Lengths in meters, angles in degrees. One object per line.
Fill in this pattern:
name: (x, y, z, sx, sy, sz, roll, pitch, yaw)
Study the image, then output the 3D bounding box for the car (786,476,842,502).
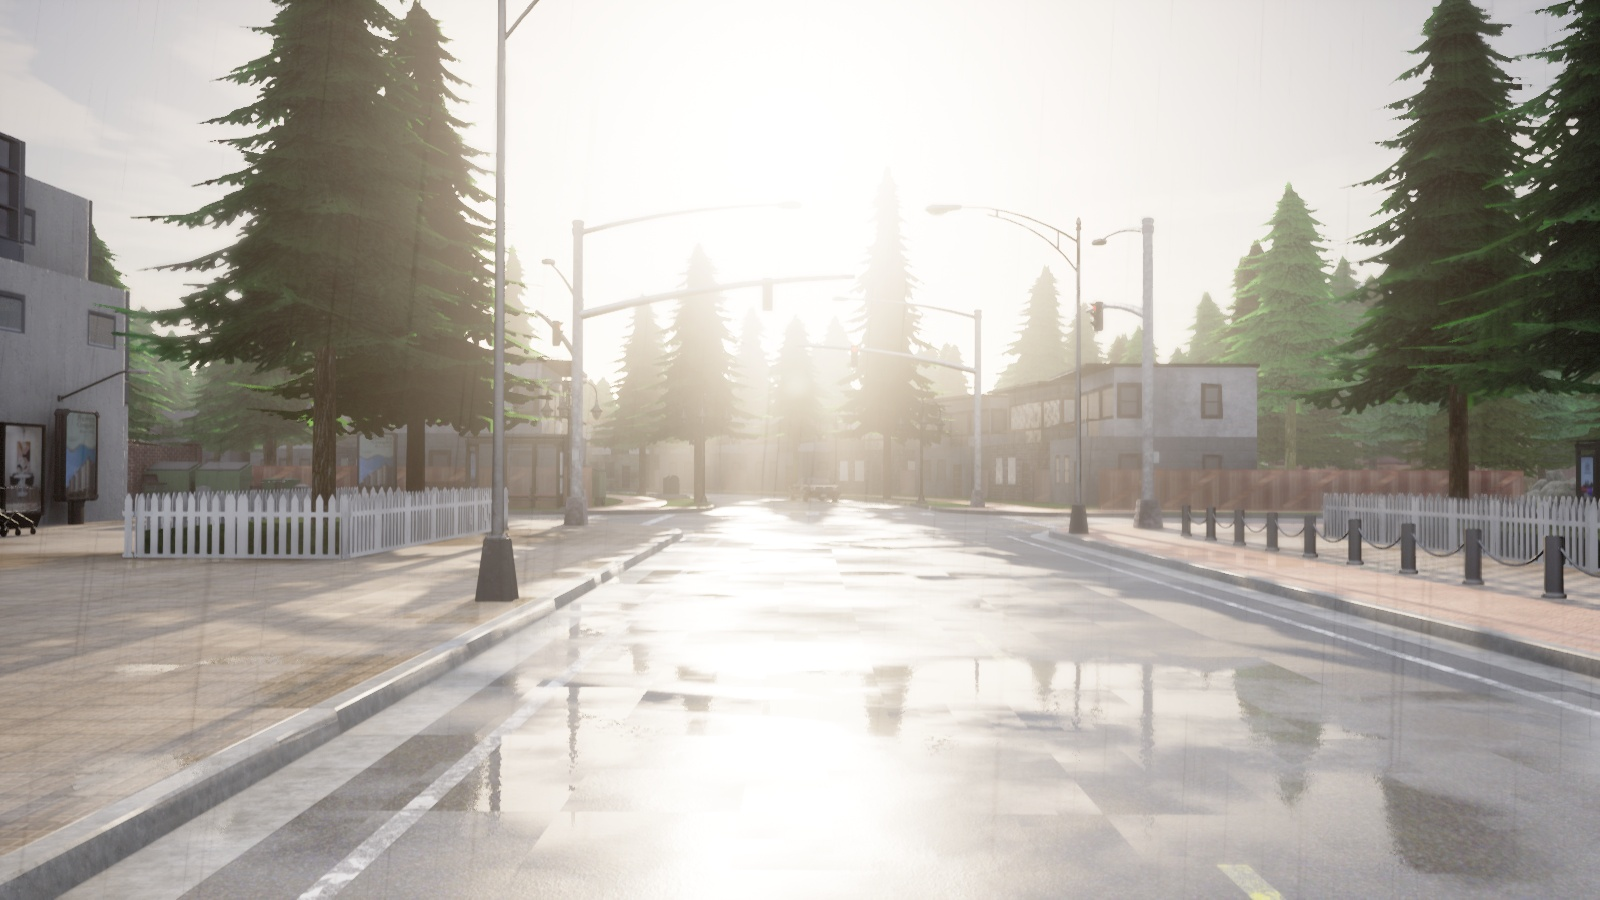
car: (0.720, 2.061, 66.693, 1.895, 1.301, 4.718, 0, -1, -13)
